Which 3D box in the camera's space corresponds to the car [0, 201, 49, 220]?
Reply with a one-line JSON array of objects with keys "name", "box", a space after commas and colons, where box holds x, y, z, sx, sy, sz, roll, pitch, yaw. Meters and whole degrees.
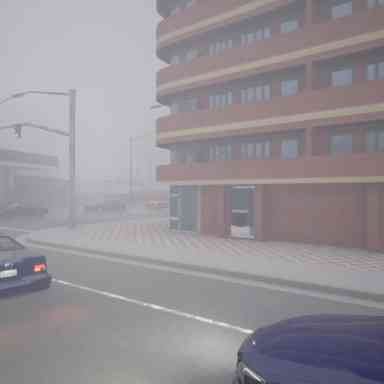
[{"name": "car", "box": [-14.438, 1.523, 27.985, 1.812, 1.442, 4.674, 0, 0, 34]}]

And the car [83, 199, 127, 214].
[{"name": "car", "box": [-9.250, 1.494, 35.629, 1.882, 1.535, 5.008, 0, 0, 34]}]

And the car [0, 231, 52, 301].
[{"name": "car", "box": [-5.342, 1.545, 7.693, 5.357, 1.411, 2.033, 0, 0, 38]}]

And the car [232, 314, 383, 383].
[{"name": "car", "box": [2.513, 1.536, 2.201, 4.674, 1.442, 1.812, 0, 0, 35]}]

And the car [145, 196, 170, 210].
[{"name": "car", "box": [-4.063, 1.389, 43.244, 2.097, 1.767, 4.553, 0, 0, 34]}]
